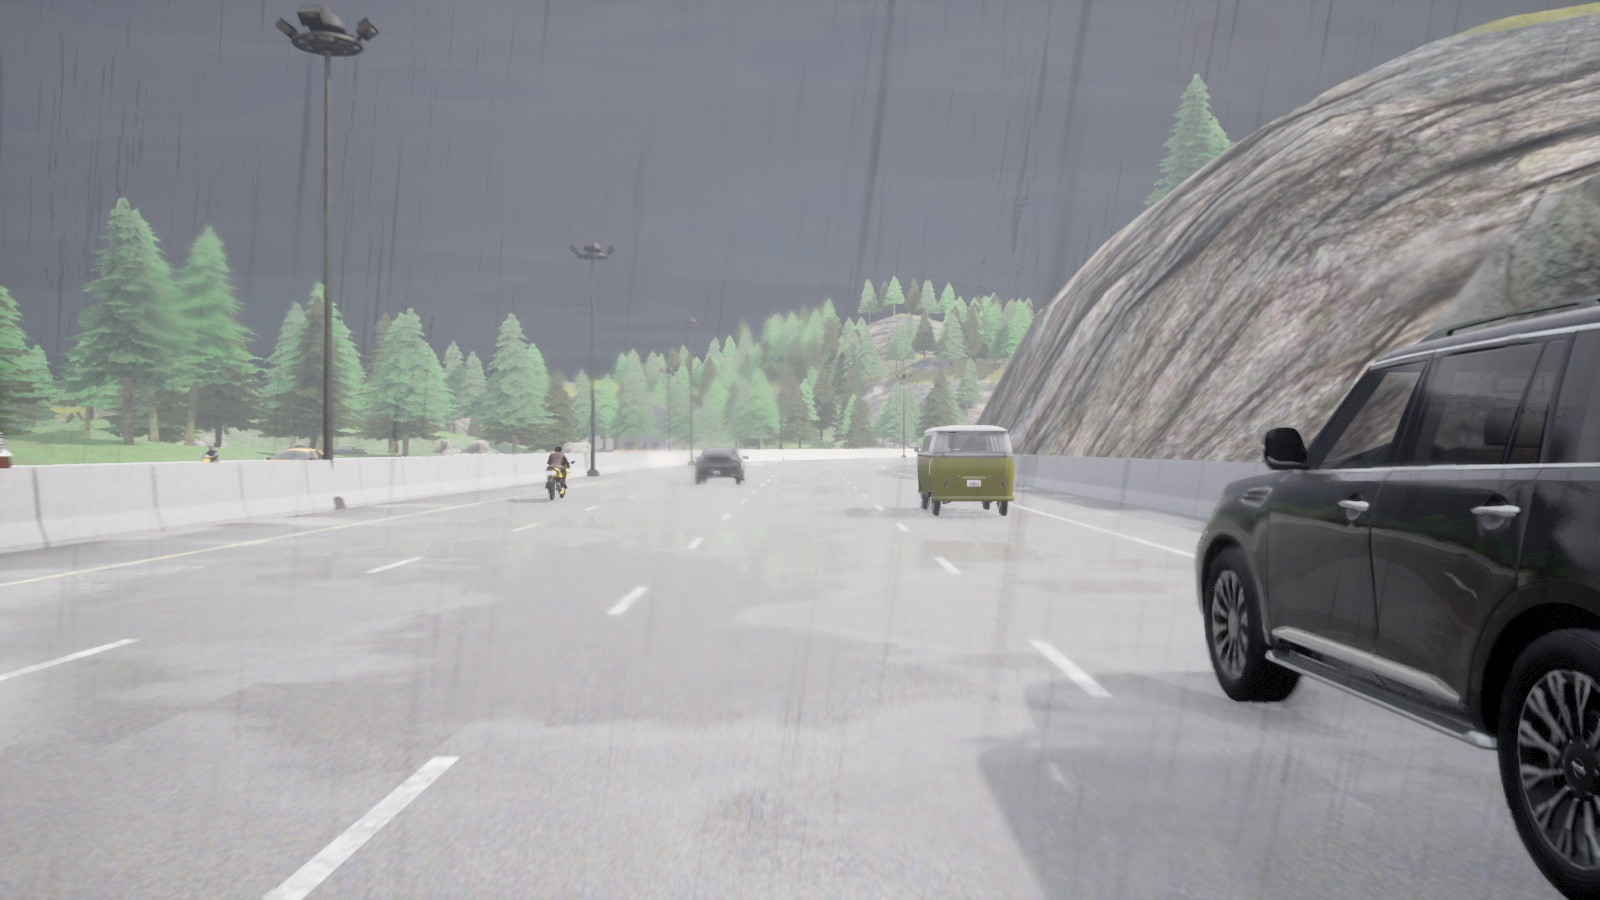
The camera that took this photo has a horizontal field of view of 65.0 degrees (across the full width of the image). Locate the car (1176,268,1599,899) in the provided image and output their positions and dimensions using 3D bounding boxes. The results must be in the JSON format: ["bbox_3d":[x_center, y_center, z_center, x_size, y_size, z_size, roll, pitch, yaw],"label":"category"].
[{"bbox_3d":[3.547,0.456,5.527,2.150,2.045,5.566,0,0,0],"label":"car"}]

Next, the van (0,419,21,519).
[{"bbox_3d":[-17.346,0.397,24.047,2.069,2.038,4.480,0,0,0],"label":"van"}]

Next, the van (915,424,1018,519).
[{"bbox_3d":[3.680,0.433,28.512,1.775,1.987,4.442,0,0,0],"label":"van"}]

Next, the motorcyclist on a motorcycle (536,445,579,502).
[{"bbox_3d":[-6.782,0.637,35.161,0.797,1.523,2.044,0,0,0],"label":"motorcyclist on a motorcycle"}]

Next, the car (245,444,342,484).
[{"bbox_3d":[-20.688,0.542,51.543,1.801,1.575,5.366,0,0,0],"label":"car"}]

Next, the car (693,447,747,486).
[{"bbox_3d":[-3.191,0.623,50.963,1.837,1.490,4.892,0,0,0],"label":"car"}]
